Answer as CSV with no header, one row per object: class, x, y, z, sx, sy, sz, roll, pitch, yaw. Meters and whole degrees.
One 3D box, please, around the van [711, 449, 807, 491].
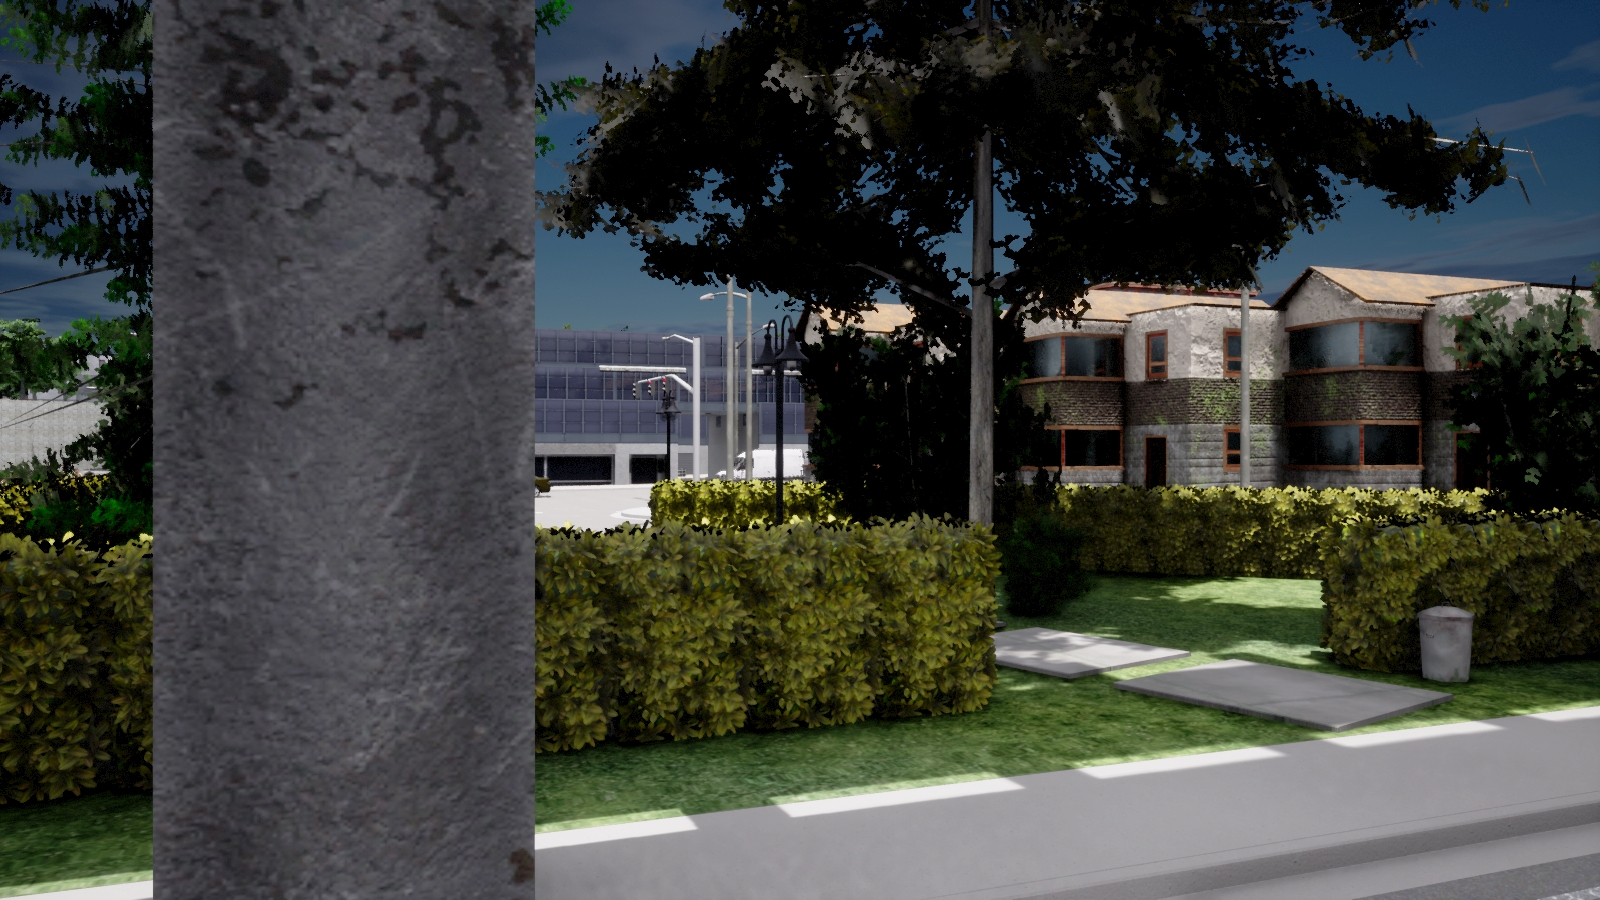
van,-2.678,1.268,75.054,5.915,2.561,1.988,-1,1,-22
